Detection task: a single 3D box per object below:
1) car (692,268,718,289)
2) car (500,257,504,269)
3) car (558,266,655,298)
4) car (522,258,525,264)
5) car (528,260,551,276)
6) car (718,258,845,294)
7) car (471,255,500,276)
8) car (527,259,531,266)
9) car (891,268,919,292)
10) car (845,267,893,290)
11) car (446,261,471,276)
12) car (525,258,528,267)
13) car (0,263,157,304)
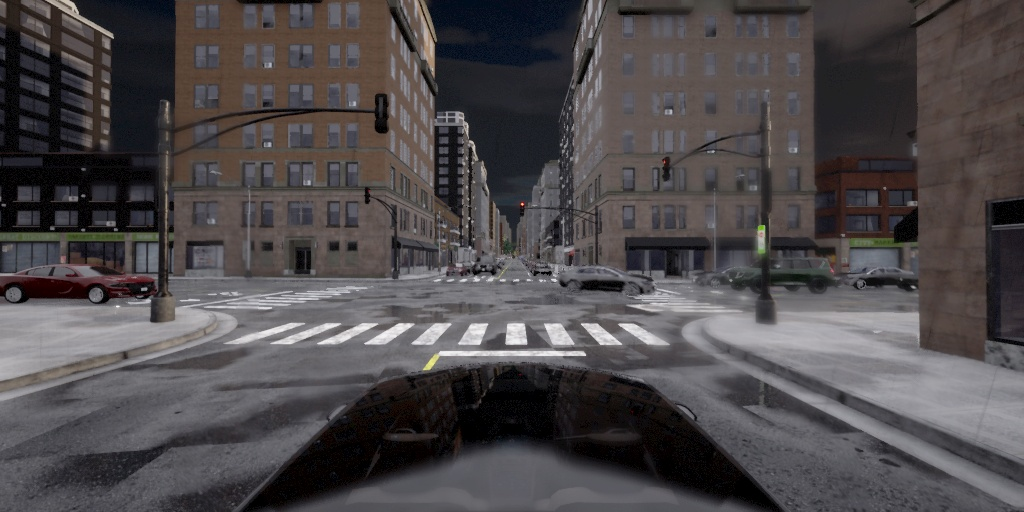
[{"bbox_3d":[14.826,1.402,24.277,4.902,1.511,2.128,0,-1,2],"label":"car"},{"bbox_3d":[-2.567,1.257,54.838,1.837,1.490,4.892,0,0,1],"label":"car"},{"bbox_3d":[4.832,1.257,18.726,4.902,1.511,2.128,1,0,26],"label":"car"},{"bbox_3d":[3.307,1.315,63.902,1.948,1.339,4.313,0,0,1],"label":"car"},{"bbox_3d":[2.967,1.318,36.251,1.948,1.339,4.313,0,0,1],"label":"car"},{"bbox_3d":[15.615,1.105,21.029,5.566,2.045,2.150,0,-1,0],"label":"car"},{"bbox_3d":[-2.781,0.968,37.848,2.150,2.045,5.566,0,1,1],"label":"car"},{"bbox_3d":[3.035,1.297,41.781,1.888,1.381,4.507,0,0,1],"label":"car"},{"bbox_3d":[25.718,1.550,20.963,4.718,1.301,1.895,0,-1,0],"label":"car"},{"bbox_3d":[24.231,1.464,24.219,4.902,1.511,2.128,0,-1,0],"label":"car"},{"bbox_3d":[-5.558,1.335,36.352,1.802,1.307,4.207,0,0,1],"label":"car"},{"bbox_3d":[3.103,1.302,47.311,2.007,1.370,4.403,0,0,1],"label":"car"},{"bbox_3d":[-17.440,1.061,14.537,5.008,1.535,1.882,0,-1,-1],"label":"car"}]
